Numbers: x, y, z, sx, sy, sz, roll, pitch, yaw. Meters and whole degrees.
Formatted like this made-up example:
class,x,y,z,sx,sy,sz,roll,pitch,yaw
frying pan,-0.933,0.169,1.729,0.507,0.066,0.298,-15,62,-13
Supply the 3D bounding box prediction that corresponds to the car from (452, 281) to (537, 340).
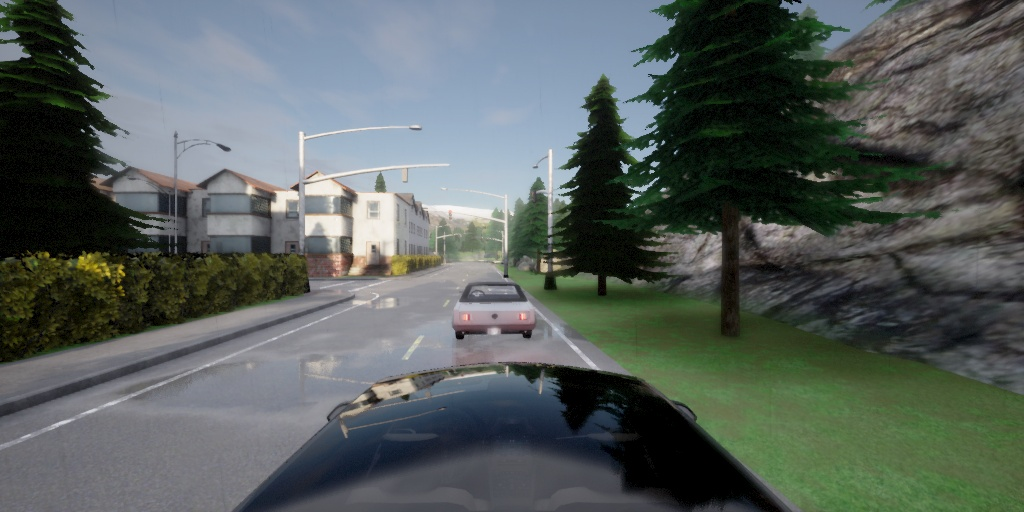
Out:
class,x,y,z,sx,sy,sz,roll,pitch,yaw
car,-0.539,1.351,10.019,1.895,1.301,4.718,0,0,-4
